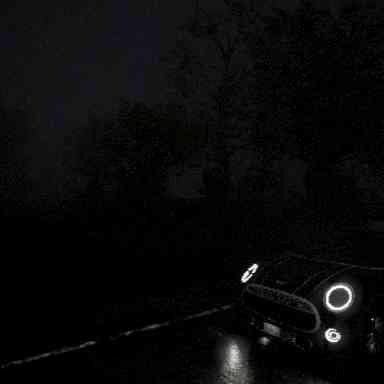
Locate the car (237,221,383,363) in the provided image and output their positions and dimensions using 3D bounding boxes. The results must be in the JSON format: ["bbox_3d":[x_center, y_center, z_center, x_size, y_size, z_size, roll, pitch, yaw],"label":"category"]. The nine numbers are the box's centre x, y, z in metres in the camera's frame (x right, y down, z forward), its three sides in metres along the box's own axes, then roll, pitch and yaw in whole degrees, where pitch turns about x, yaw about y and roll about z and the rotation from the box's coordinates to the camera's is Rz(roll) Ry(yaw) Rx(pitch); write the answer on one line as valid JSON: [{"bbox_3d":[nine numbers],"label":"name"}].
[{"bbox_3d":[2.954,1.361,6.023,4.553,1.767,2.097,0,0,-36],"label":"car"}]
